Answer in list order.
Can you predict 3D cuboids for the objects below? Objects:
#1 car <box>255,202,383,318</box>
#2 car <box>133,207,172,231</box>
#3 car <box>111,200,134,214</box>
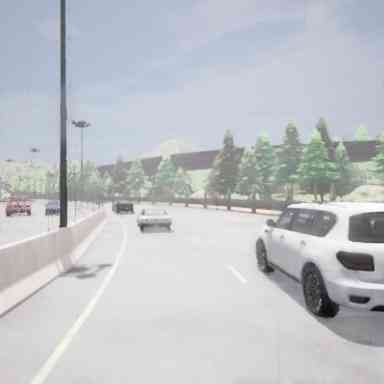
[{"bbox_3d":[3.129,1.236,7.650,2.150,2.045,5.566,0,0,-4],"label":"car"},{"bbox_3d":[-2.556,1.690,21.578,1.895,1.301,4.718,0,0,-13],"label":"car"},{"bbox_3d":[-8.116,1.653,38.711,1.882,1.535,5.008,0,0,-23],"label":"car"}]
